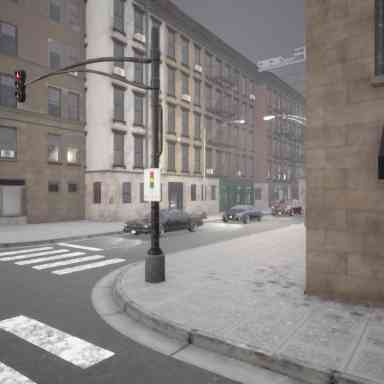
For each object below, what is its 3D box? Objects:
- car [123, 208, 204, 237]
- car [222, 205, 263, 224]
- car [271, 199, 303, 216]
[{"bbox_3d":[-1.391,1.631,18.870,2.033,1.411,5.357,0,0,35],"label":"car"},{"bbox_3d":[4.065,1.696,26.509,1.994,1.385,4.181,0,0,36],"label":"car"},{"bbox_3d":[9.985,1.539,34.792,2.097,1.767,4.553,0,0,35],"label":"car"}]
